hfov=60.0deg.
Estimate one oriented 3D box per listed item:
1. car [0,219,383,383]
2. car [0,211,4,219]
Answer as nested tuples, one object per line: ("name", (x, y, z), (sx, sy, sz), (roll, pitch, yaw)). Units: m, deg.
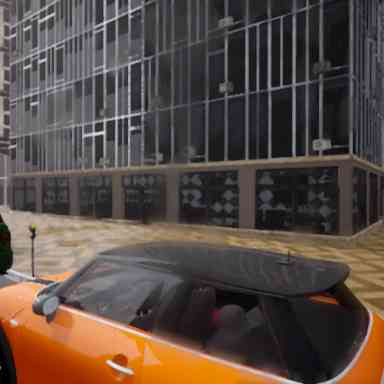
("car", (-0.387, 1.316, 3.516), (4.553, 1.767, 2.097), (1, 1, 36))
("car", (-6.567, 1.066, 7.677), (5.566, 2.045, 2.150), (1, 0, 29))
